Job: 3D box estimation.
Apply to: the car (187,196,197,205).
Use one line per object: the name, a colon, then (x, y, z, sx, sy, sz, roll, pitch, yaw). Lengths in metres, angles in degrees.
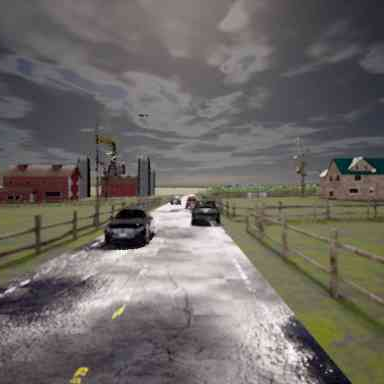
car: (0.010, 1.469, 60.776, 1.882, 1.535, 5.008, 0, 0, 0)

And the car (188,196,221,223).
car: (0.966, 1.337, 25.169, 2.097, 1.767, 4.553, 0, 0, 0)

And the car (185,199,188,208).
car: (0.036, 1.511, 46.657, 1.812, 1.442, 4.674, 0, 0, 1)

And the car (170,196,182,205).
car: (-2.795, 1.481, 57.215, 2.128, 1.511, 4.902, 0, 0, 1)

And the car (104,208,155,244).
car: (-2.846, 1.516, 16.024, 1.812, 1.442, 4.674, 0, 0, 0)
